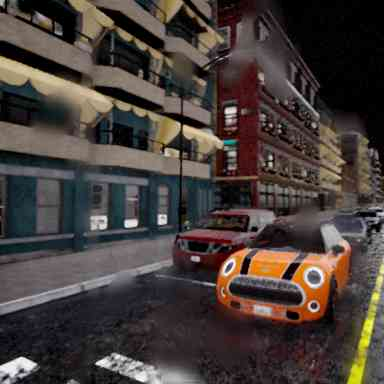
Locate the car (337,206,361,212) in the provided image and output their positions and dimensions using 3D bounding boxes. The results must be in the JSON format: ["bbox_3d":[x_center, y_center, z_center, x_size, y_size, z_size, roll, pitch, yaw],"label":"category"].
[{"bbox_3d":[16.219,2.341,34.642,1.947,1.339,4.313,0,-1,32],"label":"car"}]

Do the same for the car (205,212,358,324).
[{"bbox_3d":[2.365,1.483,7.634,2.097,1.767,4.553,-1,-2,31],"label":"car"}]

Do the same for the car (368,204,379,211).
[{"bbox_3d":[36.921,3.155,67.680,1.802,1.307,4.206,0,-1,32],"label":"car"}]

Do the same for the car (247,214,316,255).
[{"bbox_3d":[4.389,1.866,15.763,1.887,1.381,4.507,0,-1,32],"label":"car"}]

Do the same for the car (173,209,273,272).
[{"bbox_3d":[1.434,1.522,11.047,2.192,1.841,5.009,0,-1,32],"label":"car"}]

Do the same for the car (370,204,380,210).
[{"bbox_3d":[39.879,3.269,72.400,1.802,1.307,4.206,0,-1,32],"label":"car"}]

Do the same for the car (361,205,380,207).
[{"bbox_3d":[18.201,2.264,32.864,1.812,1.442,4.674,-1,-2,32],"label":"car"}]

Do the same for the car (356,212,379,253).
[{"bbox_3d":[7.393,1.872,15.700,2.033,1.411,5.357,-1,-2,32],"label":"car"}]

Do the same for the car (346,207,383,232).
[{"bbox_3d":[12.729,2.055,24.203,1.812,1.442,4.674,-1,-2,32],"label":"car"}]
